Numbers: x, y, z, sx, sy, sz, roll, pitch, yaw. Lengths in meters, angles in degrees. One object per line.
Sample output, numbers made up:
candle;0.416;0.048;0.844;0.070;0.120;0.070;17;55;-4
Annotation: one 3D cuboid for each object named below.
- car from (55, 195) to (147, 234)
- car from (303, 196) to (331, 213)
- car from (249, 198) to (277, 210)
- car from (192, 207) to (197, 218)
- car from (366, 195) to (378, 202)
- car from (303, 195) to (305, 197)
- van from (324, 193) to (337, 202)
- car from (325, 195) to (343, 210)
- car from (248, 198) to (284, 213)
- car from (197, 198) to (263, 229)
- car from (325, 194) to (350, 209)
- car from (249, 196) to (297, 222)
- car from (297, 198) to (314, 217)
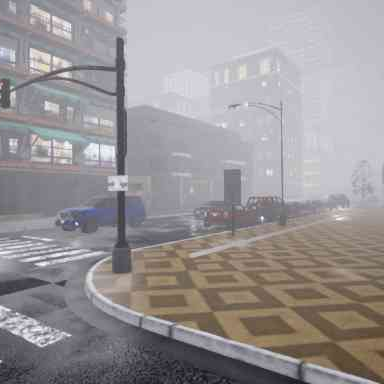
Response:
car;-5.110;1.217;19.583;2.150;2.045;5.566;-1;-1;37
car;12.438;1.421;34.262;1.887;1.381;4.507;-1;0;36
car;9.314;1.489;43.303;1.752;1.417;4.829;-1;0;36
car;1.954;1.473;29.164;1.837;1.490;4.892;-1;-1;37
car;35.670;1.334;65.776;1.887;1.381;4.507;-1;0;36
car;22.589;1.439;61.311;1.752;1.417;4.829;-1;0;36
van;29.326;1.229;70.452;1.690;1.788;3.998;-1;0;36
car;15.757;1.415;38.764;2.008;1.369;4.403;-1;0;36
car;8.584;1.490;38.145;2.033;1.411;5.357;-1;0;37
car;2.481;1.353;20.757;1.967;1.590;4.097;-1;0;36
car;19.074;1.167;43.267;2.192;1.841;5.009;-1;0;36
car;5.798;1.216;25.259;2.192;1.841;5.009;-1;0;36
car;9.120;1.471;29.760;1.802;1.307;4.206;-1;0;36
